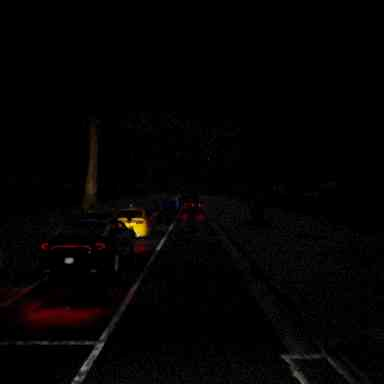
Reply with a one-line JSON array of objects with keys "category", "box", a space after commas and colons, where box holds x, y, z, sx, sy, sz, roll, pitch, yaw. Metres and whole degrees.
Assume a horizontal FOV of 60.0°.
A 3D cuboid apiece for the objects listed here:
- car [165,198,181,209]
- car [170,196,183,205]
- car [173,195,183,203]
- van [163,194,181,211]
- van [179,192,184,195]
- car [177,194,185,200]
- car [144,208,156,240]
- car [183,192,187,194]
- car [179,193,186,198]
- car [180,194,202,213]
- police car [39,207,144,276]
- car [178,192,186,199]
[{"category": "car", "box": [-2.629, 1.523, 46.559, 2.008, 1.369, 4.403, 1, 0, 0]}, {"category": "car", "box": [-2.625, 1.408, 57.649, 1.947, 1.339, 4.313, 1, 1, 0]}, {"category": "car", "box": [-2.623, 1.343, 63.188, 1.802, 1.307, 4.206, 1, 1, 0]}, {"category": "van", "box": [-2.629, 1.359, 41.011, 1.690, 1.788, 3.998, 0, 0, 0]}, {"category": "van", "box": [-2.624, 1.255, 52.102, 1.690, 1.788, 3.998, 1, 1, 0]}, {"category": "car", "box": [-2.625, 1.114, 79.804, 1.802, 1.307, 4.206, 1, 1, 0]}, {"category": "car", "box": [-3.014, 1.547, 17.619, 1.882, 1.535, 5.008, 0, 0, 0]}, {"category": "car", "box": [0.052, 1.306, 48.369, 2.097, 1.767, 4.553, 0, 0, 0]}, {"category": "car", "box": [-2.625, 0.935, 90.711, 1.752, 1.417, 4.829, 1, 1, 0]}, {"category": "car", "box": [0.078, 1.393, 37.249, 2.097, 1.767, 4.553, 0, 0, 0]}, {"category": "police car", "box": [-3.008, 1.478, 10.729, 1.930, 1.638, 5.238, 0, 0, 0]}, {"category": "car", "box": [-2.624, 0.907, 85.341, 1.967, 1.590, 4.097, 1, 1, 0]}]
